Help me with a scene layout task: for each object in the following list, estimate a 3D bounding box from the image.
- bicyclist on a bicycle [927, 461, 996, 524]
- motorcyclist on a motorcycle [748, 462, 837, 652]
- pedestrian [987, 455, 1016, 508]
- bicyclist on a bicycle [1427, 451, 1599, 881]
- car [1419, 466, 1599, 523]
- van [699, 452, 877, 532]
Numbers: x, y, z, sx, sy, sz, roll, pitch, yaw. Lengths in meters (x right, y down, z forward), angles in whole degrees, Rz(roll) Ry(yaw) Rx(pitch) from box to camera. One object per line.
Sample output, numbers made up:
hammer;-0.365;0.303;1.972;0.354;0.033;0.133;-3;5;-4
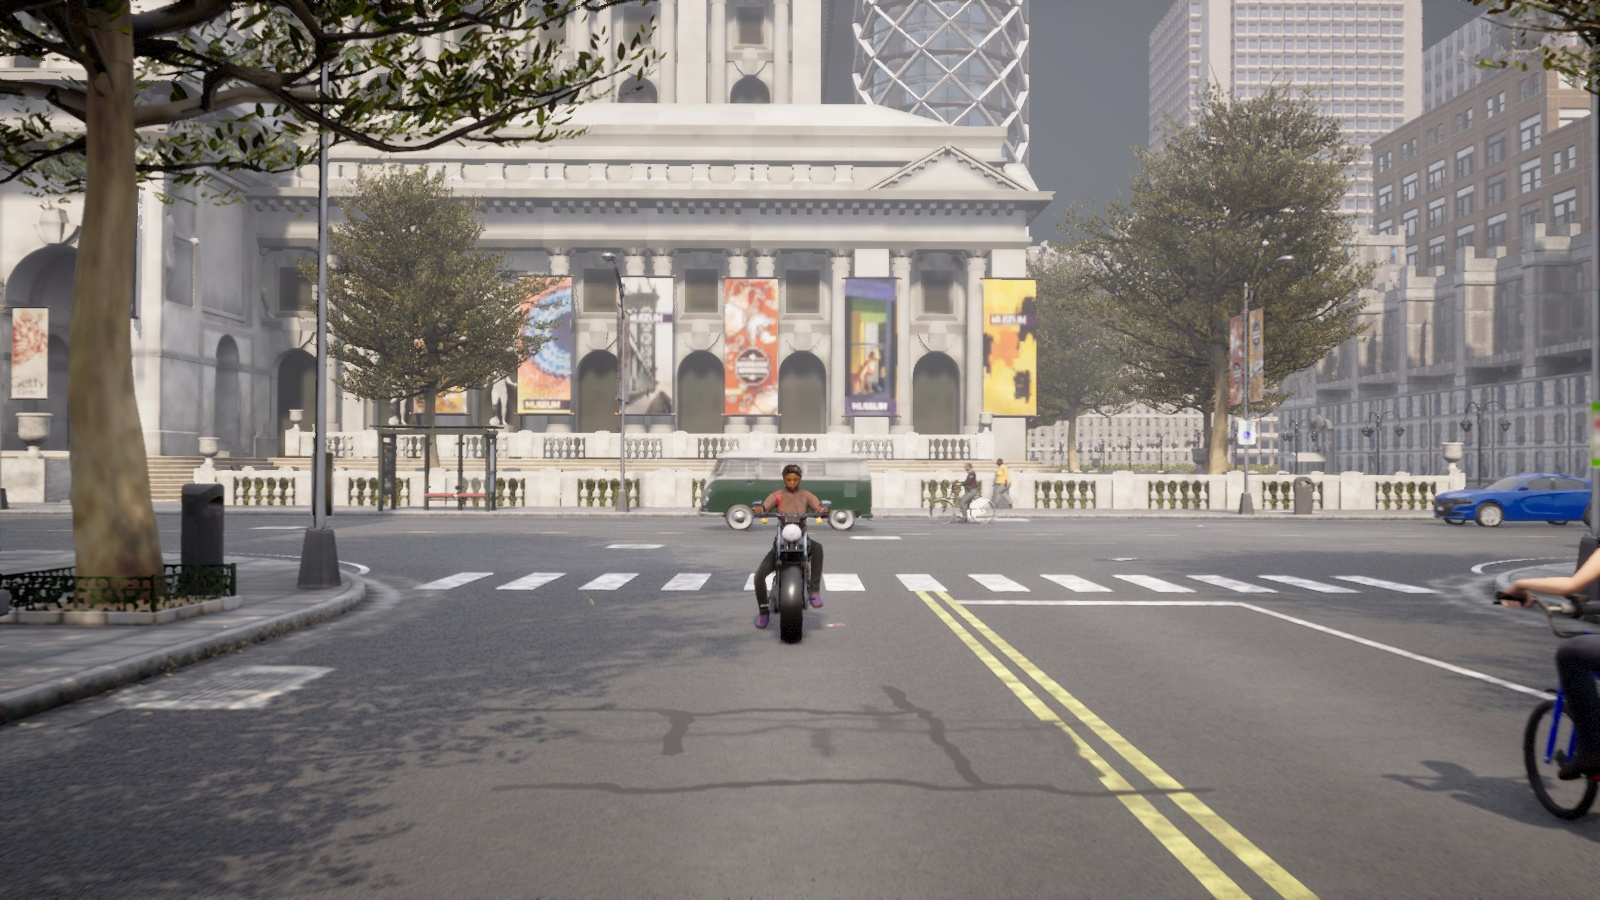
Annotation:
bicyclist on a bicycle;4.579;1.201;35.674;1.843;1.776;0.659;-1;-1;0
motorcyclist on a motorcycle;-0.071;0.945;12.131;0.766;1.649;2.350;0;-1;0
pedestrian;7.136;1.109;44.510;0.900;1.855;0.874;0;-1;1
bicyclist on a bicycle;3.431;0.817;5.225;0.866;1.612;1.509;0;-1;0
car;20.551;1.243;35.669;5.008;1.535;1.882;0;-1;-2
van;-0.307;1.054;32.158;4.442;1.987;1.775;0;-1;-1
